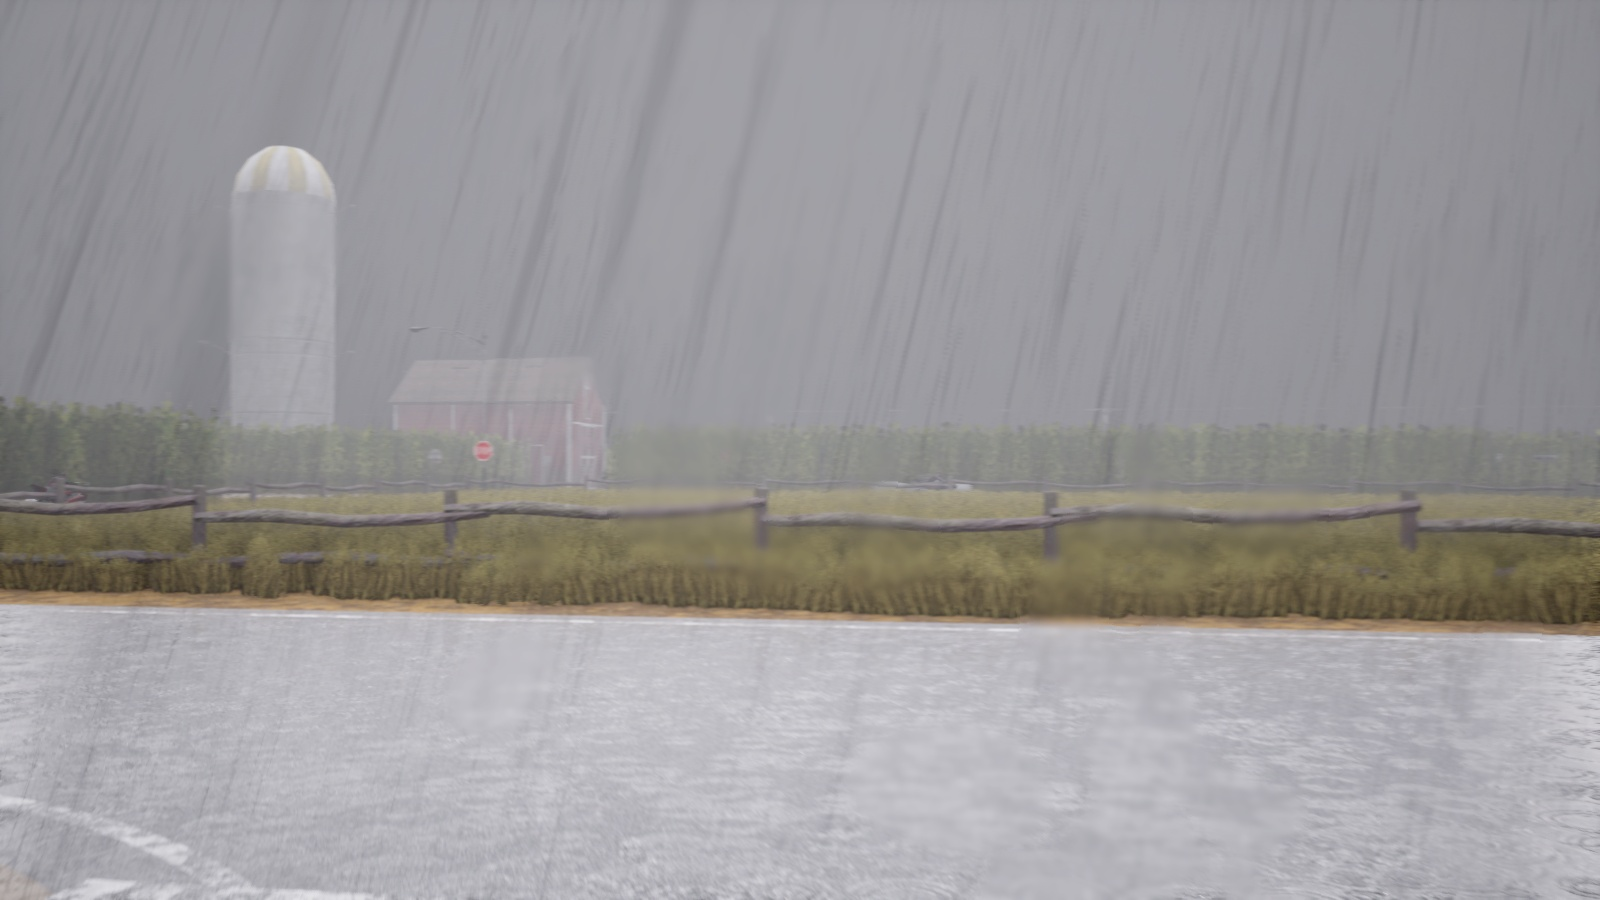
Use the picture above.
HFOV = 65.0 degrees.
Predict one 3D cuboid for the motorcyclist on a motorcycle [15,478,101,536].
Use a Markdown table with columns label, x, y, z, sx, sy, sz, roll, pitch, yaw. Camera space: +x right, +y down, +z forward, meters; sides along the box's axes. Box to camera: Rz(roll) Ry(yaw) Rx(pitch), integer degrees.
| label | x | y | z | sx | sy | sz | roll | pitch | yaw |
| --- | --- | --- | --- | --- | --- | --- | --- | --- | --- |
| motorcyclist on a motorcycle | -20.541 | 1.551 | 34.841 | 0.866 | 1.530 | 2.191 | 0 | -1 | 9 |

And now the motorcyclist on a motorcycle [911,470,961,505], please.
| label | x | y | z | sx | sy | sz | roll | pitch | yaw |
| --- | --- | --- | --- | --- | --- | --- | --- | --- | --- |
| motorcyclist on a motorcycle | 6.141 | 1.684 | 56.540 | 2.191 | 1.530 | 0.866 | 0 | -1 | 9 |

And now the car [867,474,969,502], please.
| label | x | y | z | sx | sy | sz | roll | pitch | yaw |
| --- | --- | --- | --- | --- | --- | --- | --- | --- | --- |
| car | 5.623 | 1.799 | 59.756 | 4.718 | 1.301 | 1.895 | 0 | -1 | 9 |
